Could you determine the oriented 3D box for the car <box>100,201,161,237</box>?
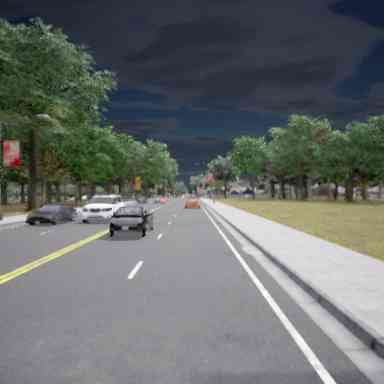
[{"bbox_3d":[-3.154,1.495,18.134,2.128,1.511,4.902,0,0,0],"label":"car"}]

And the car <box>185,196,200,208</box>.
[{"bbox_3d":[0.091,1.407,49.752,2.097,1.767,4.553,0,0,0],"label":"car"}]

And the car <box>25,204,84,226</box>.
[{"bbox_3d":[-9.854,1.558,23.865,2.033,1.411,5.357,0,0,0],"label":"car"}]

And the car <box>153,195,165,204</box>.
[{"bbox_3d":[-6.527,1.457,65.666,2.097,1.767,4.553,0,0,0],"label":"car"}]

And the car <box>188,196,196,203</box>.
[{"bbox_3d":[-0.013,1.632,71.692,1.837,1.490,4.892,0,0,0],"label":"car"}]

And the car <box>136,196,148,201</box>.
[{"bbox_3d":[-9.775,1.604,65.617,1.837,1.490,4.892,0,0,0],"label":"car"}]

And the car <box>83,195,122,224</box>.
[{"bbox_3d":[-6.607,1.235,25.304,2.150,2.045,5.566,0,0,0],"label":"car"}]
